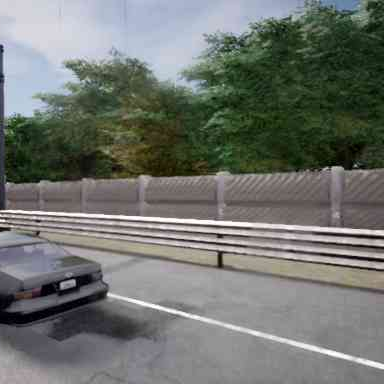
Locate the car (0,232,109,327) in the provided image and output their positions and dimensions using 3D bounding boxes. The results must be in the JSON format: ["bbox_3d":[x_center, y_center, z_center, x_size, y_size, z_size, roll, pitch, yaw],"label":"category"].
[{"bbox_3d":[-4.069,1.560,6.876,5.357,1.411,2.033,0,0,35],"label":"car"}]
